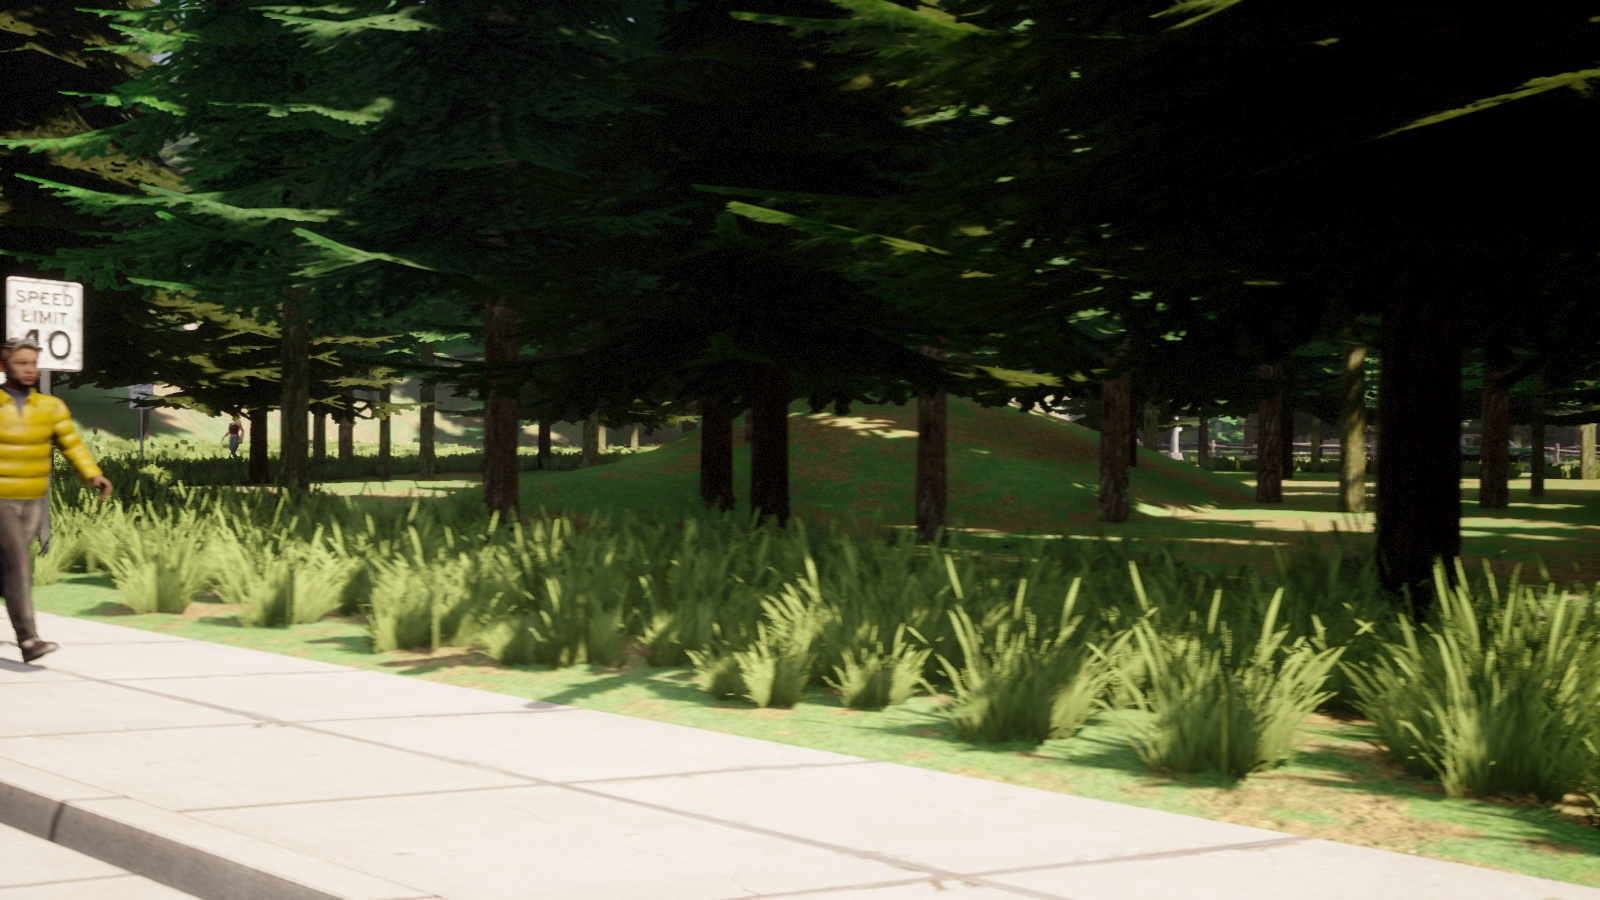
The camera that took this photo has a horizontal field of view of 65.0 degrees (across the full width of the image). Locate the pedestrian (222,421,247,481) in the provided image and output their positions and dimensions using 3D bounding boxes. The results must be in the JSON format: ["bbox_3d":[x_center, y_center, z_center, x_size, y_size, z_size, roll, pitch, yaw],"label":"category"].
[{"bbox_3d":[-17.494,0.023,38.871,0.345,1.836,0.594,0,1,25],"label":"pedestrian"}]

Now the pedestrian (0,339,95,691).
[{"bbox_3d":[-4.328,0.338,6.933,0.709,1.840,0.431,0,1,30],"label":"pedestrian"}]

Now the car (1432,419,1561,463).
[{"bbox_3d":[29.114,-0.386,52.547,4.553,1.767,2.097,0,1,34],"label":"car"}]
